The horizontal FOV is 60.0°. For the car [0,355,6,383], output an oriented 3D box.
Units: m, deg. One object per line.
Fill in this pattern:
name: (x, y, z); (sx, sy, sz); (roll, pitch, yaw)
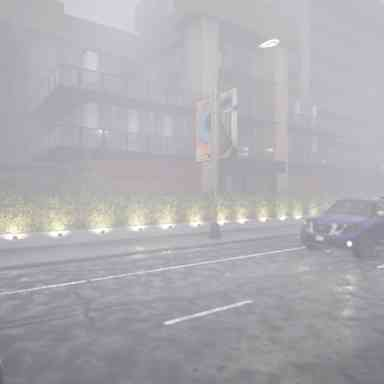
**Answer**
car: (-3.289, 1.564, 1.688); (4.181, 1.385, 1.994); (0, 0, -35)

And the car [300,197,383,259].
car: (6.610, 1.221, 12.894); (5.566, 2.045, 2.150); (0, 0, -35)
